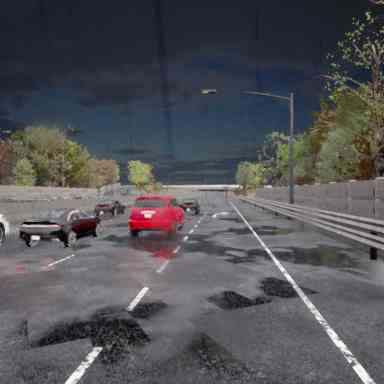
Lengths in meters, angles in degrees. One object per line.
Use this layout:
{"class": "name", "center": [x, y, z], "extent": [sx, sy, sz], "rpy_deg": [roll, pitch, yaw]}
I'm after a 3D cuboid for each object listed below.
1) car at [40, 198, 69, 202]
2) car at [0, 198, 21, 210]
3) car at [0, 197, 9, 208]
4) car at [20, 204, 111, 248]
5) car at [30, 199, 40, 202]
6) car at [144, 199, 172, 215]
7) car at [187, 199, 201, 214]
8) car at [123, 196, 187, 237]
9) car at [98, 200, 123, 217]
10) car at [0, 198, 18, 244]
{"class": "car", "center": [-17.166, 1.553, 43.644], "extent": [2.033, 1.411, 5.357], "rpy_deg": [0, 0, 5]}
{"class": "car", "center": [-24.324, 1.552, 42.260], "extent": [2.033, 1.411, 5.357], "rpy_deg": [0, 0, 5]}
{"class": "car", "center": [-27.522, 1.512, 45.616], "extent": [1.837, 1.490, 4.892], "rpy_deg": [0, 0, 5]}
{"class": "car", "center": [-5.585, 1.491, 14.810], "extent": [2.128, 1.511, 4.902], "rpy_deg": [0, 0, 5]}
{"class": "car", "center": [-20.609, 1.607, 44.392], "extent": [1.895, 1.301, 4.718], "rpy_deg": [0, 0, 5]}
{"class": "car", "center": [-3.606, 1.550, 36.073], "extent": [2.033, 1.411, 5.357], "rpy_deg": [0, 0, 5]}
{"class": "car", "center": [-0.129, 1.506, 35.687], "extent": [1.837, 1.490, 4.892], "rpy_deg": [0, 0, 5]}
{"class": "car", "center": [-1.768, 1.218, 18.050], "extent": [2.150, 2.045, 5.566], "rpy_deg": [0, 0, 5]}
{"class": "car", "center": [-7.580, 1.506, 31.163], "extent": [1.837, 1.490, 4.892], "rpy_deg": [0, 0, 5]}
{"class": "car", "center": [-9.327, 1.223, 12.362], "extent": [2.150, 2.045, 5.566], "rpy_deg": [0, 0, 5]}
